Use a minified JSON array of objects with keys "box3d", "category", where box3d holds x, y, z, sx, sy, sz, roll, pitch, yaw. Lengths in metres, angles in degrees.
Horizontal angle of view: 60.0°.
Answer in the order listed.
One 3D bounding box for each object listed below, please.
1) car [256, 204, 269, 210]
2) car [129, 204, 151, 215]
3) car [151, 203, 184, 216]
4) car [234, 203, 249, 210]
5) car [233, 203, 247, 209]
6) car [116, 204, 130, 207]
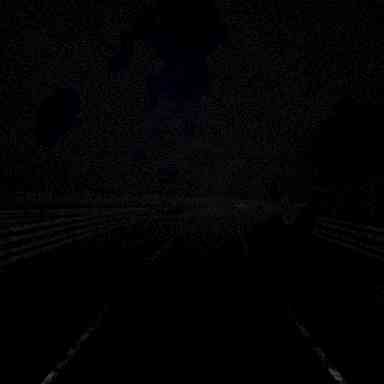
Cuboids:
[{"box3d":[17.053,3.611,80.205,1.895,1.301,4.718,-1,-2,28],"category":"car"},{"box3d":[-5.936,2.497,45.212,1.895,1.301,4.718,-1,-2,28],"category":"car"},{"box3d":[-2.894,2.213,43.482,2.097,1.767,4.553,-1,-2,28],"category":"car"},{"box3d":[11.859,3.450,77.976,1.812,1.442,4.674,-1,-2,28],"category":"car"},{"box3d":[12.599,3.705,86.671,2.128,1.511,4.902,-1,-2,28],"category":"car"},{"box3d":[-9.022,2.406,46.867,1.882,1.535,5.008,-1,-2,28],"category":"car"}]
